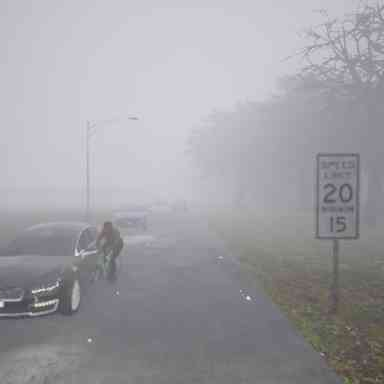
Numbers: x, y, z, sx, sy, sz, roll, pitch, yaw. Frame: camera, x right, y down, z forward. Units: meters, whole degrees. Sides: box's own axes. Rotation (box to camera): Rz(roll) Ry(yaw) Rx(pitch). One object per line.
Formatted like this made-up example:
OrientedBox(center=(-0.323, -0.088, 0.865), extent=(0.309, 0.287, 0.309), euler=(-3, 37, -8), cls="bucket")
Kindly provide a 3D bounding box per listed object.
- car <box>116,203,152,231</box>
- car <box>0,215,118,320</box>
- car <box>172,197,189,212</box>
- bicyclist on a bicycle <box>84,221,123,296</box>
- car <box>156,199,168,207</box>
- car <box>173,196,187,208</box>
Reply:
OrientedBox(center=(-3.605, 1.496, 20.967), extent=(1.882, 1.535, 5.008), euler=(0, 0, -2), cls="car")
OrientedBox(center=(-3.123, 1.504, 7.601), extent=(1.837, 1.490, 4.892), euler=(0, 0, -3), cls="car")
OrientedBox(center=(-1.438, 1.634, 40.490), extent=(1.994, 1.385, 4.181), euler=(0, 0, -2), cls="car")
OrientedBox(center=(-1.989, 1.477, 7.755), extent=(0.582, 1.620, 1.656), euler=(9, 4, 15), cls="bicyclist on a bicycle")
OrientedBox(center=(-4.945, 1.734, 54.752), extent=(1.895, 1.301, 4.718), euler=(0, 0, -2), cls="car")
OrientedBox(center=(-1.830, 1.464, 50.422), extent=(2.097, 1.767, 4.553), euler=(0, 0, -3), cls="car")
